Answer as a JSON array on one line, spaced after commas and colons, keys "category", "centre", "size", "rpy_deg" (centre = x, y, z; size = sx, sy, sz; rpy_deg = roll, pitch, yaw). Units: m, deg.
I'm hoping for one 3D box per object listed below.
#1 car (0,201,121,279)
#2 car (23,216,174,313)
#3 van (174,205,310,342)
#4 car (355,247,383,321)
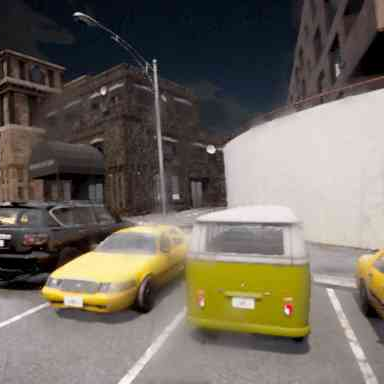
[{"category": "car", "centre": [-3.608, 1.288, 10.045], "size": [2.435, 2.045, 5.566], "rpy_deg": [0, -1, 16]}, {"category": "car", "centre": [-1.230, 1.515, 8.093], "size": [1.946, 1.575, 5.366], "rpy_deg": [0, -1, 16]}, {"category": "van", "centre": [1.287, 1.284, 6.647], "size": [1.878, 1.987, 4.442], "rpy_deg": [0, -1, 16]}, {"category": "car", "centre": [3.647, 1.494, 4.611], "size": [1.946, 1.575, 5.366], "rpy_deg": [0, -1, 16]}]
